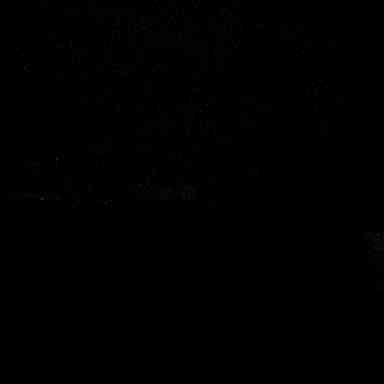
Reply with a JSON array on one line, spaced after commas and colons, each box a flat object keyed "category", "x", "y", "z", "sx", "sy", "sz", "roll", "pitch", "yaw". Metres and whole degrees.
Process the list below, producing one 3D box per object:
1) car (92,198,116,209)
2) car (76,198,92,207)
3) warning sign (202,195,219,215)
[{"category": "car", "x": -12.406, "y": 1.663, "z": 48.024, "sx": 1.812, "sy": 1.442, "sz": 4.674, "roll": 0, "pitch": 0, "yaw": -34}, {"category": "car", "x": -18.211, "y": 1.737, "z": 56.243, "sx": 1.994, "sy": 1.385, "sz": 4.181, "roll": 0, "pitch": 0, "yaw": -35}, {"category": "warning sign", "x": 1.756, "y": 1.188, "z": 31.978, "sx": 1.300, "sy": 1.860, "sz": 1.060, "roll": 0, "pitch": 0, "yaw": -35}]
